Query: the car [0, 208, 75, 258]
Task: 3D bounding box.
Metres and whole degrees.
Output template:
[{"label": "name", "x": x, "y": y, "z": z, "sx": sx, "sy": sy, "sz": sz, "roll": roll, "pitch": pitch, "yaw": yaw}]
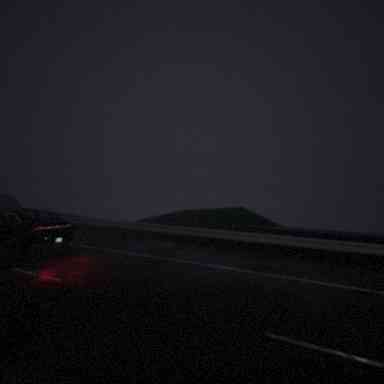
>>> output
[{"label": "car", "x": -6.406, "y": 1.328, "z": 12.137, "sx": 4.902, "sy": 1.511, "sz": 2.128, "roll": 1, "pitch": 1, "yaw": 32}]
